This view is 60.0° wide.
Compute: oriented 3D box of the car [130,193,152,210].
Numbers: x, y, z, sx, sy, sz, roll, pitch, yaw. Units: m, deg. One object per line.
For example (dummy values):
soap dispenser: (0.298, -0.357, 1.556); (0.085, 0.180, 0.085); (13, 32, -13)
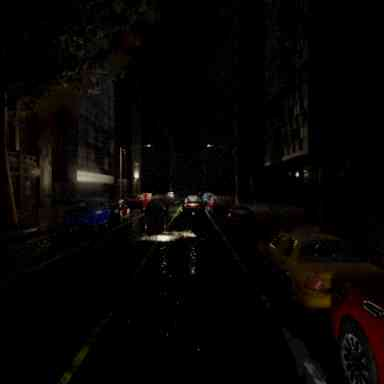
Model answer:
car: (-5.875, 1.124, 35.780); (2.192, 1.841, 5.009); (0, 0, 0)

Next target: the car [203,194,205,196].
car: (2.645, 1.323, 47.049); (1.947, 1.339, 4.313); (0, 0, 0)

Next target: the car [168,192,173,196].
car: (-5.902, 1.197, 75.053); (1.752, 1.417, 4.829); (0, 0, 1)

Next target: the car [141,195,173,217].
car: (-3.037, 1.314, 29.872); (1.882, 1.535, 5.008); (0, 0, 0)

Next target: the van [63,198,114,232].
van: (-5.867, 1.231, 18.861); (1.690, 1.788, 3.998); (0, 0, 0)

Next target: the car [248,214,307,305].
car: (2.664, 1.474, 7.746); (1.752, 1.417, 4.829); (0, 0, 0)

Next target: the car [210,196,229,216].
car: (2.653, 1.380, 30.132); (1.887, 1.381, 4.507); (0, 0, 0)

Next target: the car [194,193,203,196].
car: (0.078, 1.258, 45.105); (2.128, 1.511, 4.902); (0, 0, 0)

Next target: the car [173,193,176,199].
car: (-5.901, 1.169, 86.366); (1.752, 1.417, 4.829); (0, 0, 0)

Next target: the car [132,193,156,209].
car: (-5.878, 1.097, 41.418); (2.192, 1.841, 5.009); (0, 0, 0)

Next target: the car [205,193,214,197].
car: (2.650, 1.249, 35.770); (1.967, 1.590, 4.097); (0, 0, 0)

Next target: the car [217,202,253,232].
car: (2.658, 1.472, 18.854); (1.802, 1.307, 4.206); (0, 0, 0)

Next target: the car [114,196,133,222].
car: (-5.870, 1.303, 24.501); (1.967, 1.590, 4.097); (0, 0, 0)

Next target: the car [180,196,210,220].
car: (0.086, 1.345, 26.475); (2.128, 1.511, 4.902); (0, 0, 0)

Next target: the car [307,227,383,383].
car: (2.668, 1.301, 1.938); (2.192, 1.841, 5.009); (0, 0, 0)

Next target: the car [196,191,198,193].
car: (2.628, 0.974, 80.879); (2.192, 1.841, 5.009); (0, 0, 0)

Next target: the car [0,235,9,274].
car: (-5.861, 1.531, 7.583); (1.802, 1.307, 4.206); (0, 0, 0)

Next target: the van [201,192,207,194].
van: (2.641, 1.076, 52.687); (1.690, 1.788, 3.998); (0, 0, 0)
